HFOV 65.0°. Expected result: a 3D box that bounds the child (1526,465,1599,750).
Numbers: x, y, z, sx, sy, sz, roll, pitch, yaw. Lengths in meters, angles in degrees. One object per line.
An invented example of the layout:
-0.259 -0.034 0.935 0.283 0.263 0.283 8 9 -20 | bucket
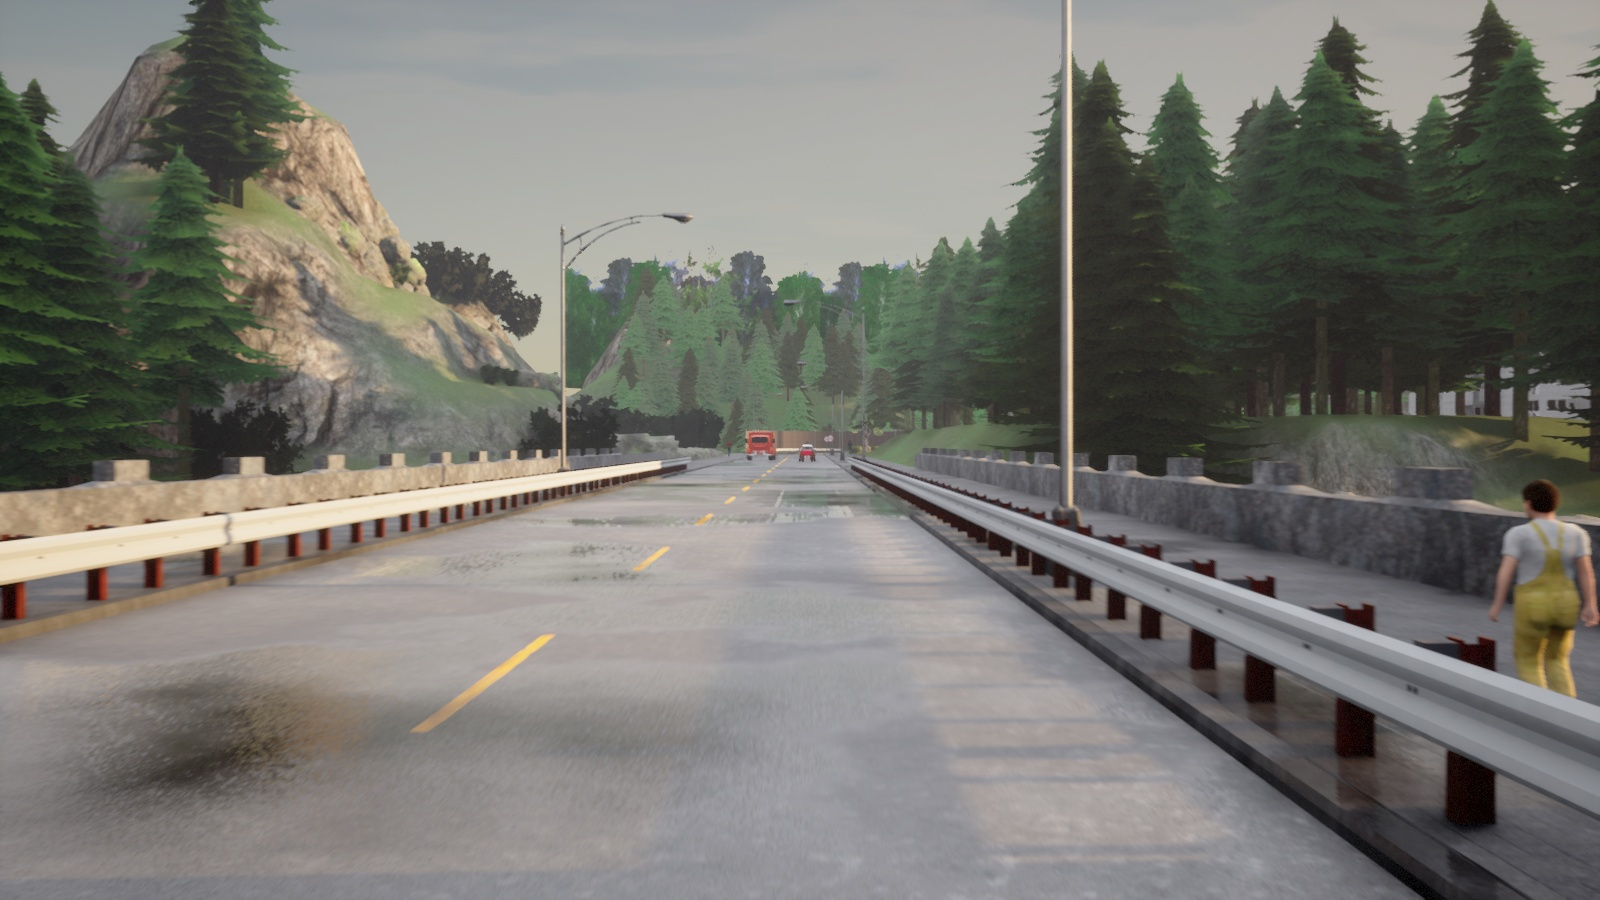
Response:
3.615 0.707 5.828 0.270 1.263 0.437 0 0 7 | child
